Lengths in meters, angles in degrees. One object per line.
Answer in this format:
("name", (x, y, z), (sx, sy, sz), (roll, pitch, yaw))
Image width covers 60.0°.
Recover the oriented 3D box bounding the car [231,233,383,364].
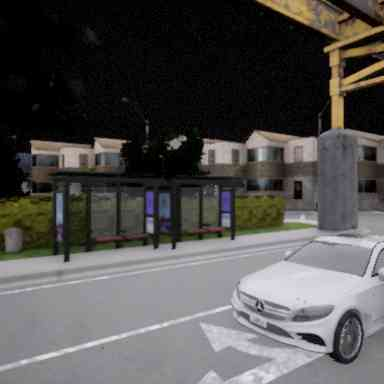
("car", (2.824, 1.521, 5.968), (4.674, 1.442, 1.812), (0, 0, -35))
